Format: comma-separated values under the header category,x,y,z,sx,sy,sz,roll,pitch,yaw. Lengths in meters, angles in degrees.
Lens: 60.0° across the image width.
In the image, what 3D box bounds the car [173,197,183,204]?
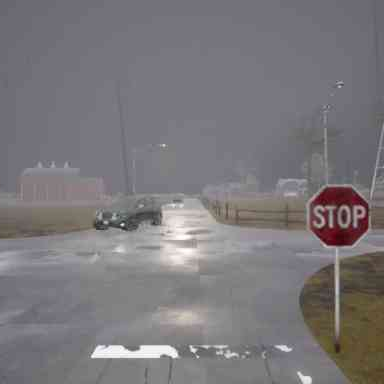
category,x,y,z,sx,sy,sz,roll,pitch,yaw
car,-2.728,1.620,64.251,1.895,1.301,4.718,0,0,0

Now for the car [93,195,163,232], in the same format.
category,x,y,z,sx,sy,sz,roll,pitch,yaw
car,-3.702,1.258,20.572,2.150,2.045,5.566,2,1,20
